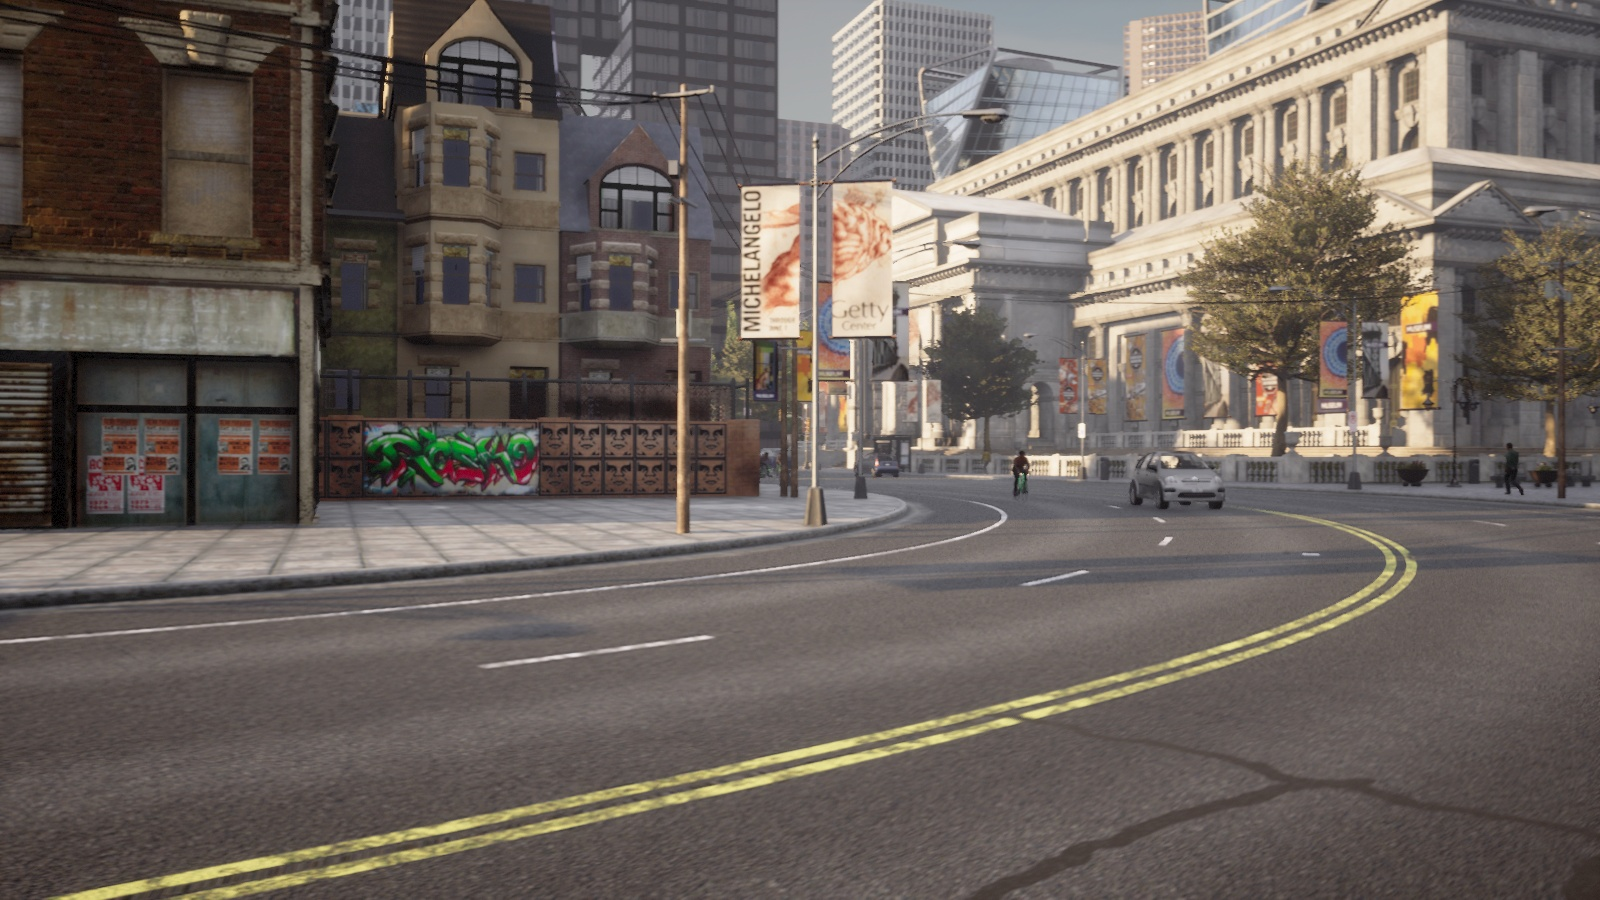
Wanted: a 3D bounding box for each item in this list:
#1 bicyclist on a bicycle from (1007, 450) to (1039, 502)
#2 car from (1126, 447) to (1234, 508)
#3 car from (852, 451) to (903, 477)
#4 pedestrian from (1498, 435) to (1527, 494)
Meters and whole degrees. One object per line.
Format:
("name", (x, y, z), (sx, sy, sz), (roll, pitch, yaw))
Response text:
("bicyclist on a bicycle", (7.056, 0.813, 39.787), (0.582, 1.620, 1.656), (0, 0, -4))
("car", (10.660, 0.734, 35.477), (1.851, 1.617, 3.988), (0, 0, 0))
("car", (5.023, 0.906, 81.768), (1.851, 1.617, 3.988), (0, 0, -20))
("pedestrian", (23.798, 0.478, 41.935), (0.423, 1.949, 0.788), (0, 0, -13))
